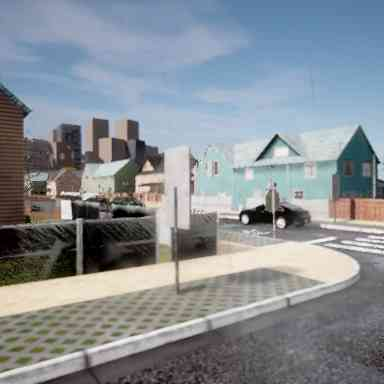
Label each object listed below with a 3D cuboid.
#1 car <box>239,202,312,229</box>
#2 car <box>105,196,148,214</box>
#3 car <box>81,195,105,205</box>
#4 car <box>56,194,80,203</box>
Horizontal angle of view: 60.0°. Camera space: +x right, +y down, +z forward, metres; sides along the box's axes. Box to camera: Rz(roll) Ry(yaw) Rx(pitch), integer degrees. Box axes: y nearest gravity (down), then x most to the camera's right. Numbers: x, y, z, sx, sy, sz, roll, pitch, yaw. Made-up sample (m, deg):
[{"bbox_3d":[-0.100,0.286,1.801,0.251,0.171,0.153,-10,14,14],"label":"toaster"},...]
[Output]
[{"bbox_3d":[5.002,1.376,20.656,1.837,1.490,4.892,-1,1,-36],"label":"car"},{"bbox_3d":[-5.832,1.150,30.552,2.097,1.767,4.553,-1,1,-36],"label":"car"},{"bbox_3d":[-12.695,1.128,44.734,2.128,1.511,4.902,-1,1,-36],"label":"car"},{"bbox_3d":[-17.940,1.117,47.139,1.882,1.535,5.008,-1,1,-36],"label":"car"}]
